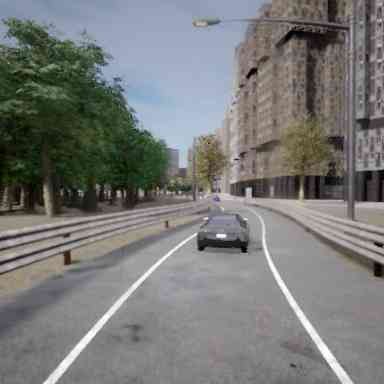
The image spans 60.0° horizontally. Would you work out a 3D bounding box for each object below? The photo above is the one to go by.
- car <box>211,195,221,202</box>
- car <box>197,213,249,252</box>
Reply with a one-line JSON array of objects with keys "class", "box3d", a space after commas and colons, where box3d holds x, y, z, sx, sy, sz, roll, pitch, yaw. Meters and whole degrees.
[{"class": "car", "box3d": [5.096, 1.468, 74.652, 1.812, 1.442, 4.674, 0, 0, -8]}, {"class": "car", "box3d": [1.423, 1.574, 14.150, 1.994, 1.385, 4.181, 0, 0, 10]}]
